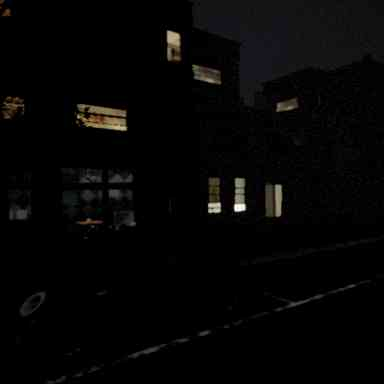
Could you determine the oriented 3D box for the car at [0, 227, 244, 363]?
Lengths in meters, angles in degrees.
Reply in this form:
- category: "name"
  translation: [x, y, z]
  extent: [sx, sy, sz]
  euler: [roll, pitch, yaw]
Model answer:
- category: "car"
  translation: [-1.096, 1.423, 5.782]
  extent: [4.097, 1.590, 1.967]
  euler: [-1, 0, -35]
